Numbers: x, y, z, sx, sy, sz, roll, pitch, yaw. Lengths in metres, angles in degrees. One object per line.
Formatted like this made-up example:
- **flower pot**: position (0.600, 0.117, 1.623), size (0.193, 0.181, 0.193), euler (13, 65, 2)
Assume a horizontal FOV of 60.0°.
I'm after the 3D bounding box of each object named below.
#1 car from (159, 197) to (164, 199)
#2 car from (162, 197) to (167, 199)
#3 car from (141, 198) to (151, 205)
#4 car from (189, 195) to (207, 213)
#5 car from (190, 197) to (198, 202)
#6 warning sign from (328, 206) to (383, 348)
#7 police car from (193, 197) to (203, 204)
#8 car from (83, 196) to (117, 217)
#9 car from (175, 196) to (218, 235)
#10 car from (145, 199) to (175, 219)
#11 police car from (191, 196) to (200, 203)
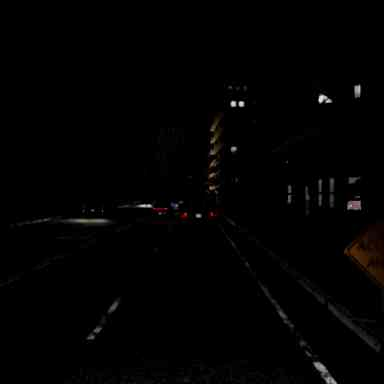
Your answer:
- **car**: position (-5.929, 1.743, 67.357), size (2.097, 1.767, 4.553), euler (0, -1, -1)
- **car**: position (-2.519, 1.804, 45.251), size (2.033, 1.411, 5.357), euler (0, 0, 1)
- **car**: position (-9.178, 1.890, 67.223), size (2.128, 1.511, 4.902), euler (0, 0, -1)
- **car**: position (0.733, 1.470, 41.867), size (2.150, 2.045, 5.566), euler (0, 0, 1)
- **car**: position (0.596, 2.061, 91.378), size (1.837, 1.490, 4.892), euler (0, 0, -3)
- **warning sign**: position (2.899, 1.154, 4.956), size (1.300, 1.860, 1.060), euler (0, 0, 1)
- **police car**: position (1.327, 1.881, 75.365), size (1.930, 1.638, 5.238), euler (0, 0, -2)
- **car**: position (-9.240, 1.383, 33.793), size (2.150, 2.045, 5.566), euler (0, 0, 1)
- **car**: position (0.393, 1.342, 20.013), size (2.150, 2.045, 5.566), euler (0, 0, 1)
- **car**: position (-2.716, 1.666, 31.262), size (2.128, 1.511, 4.902), euler (0, 0, 1)
- **police car**: position (0.911, 1.944, 85.444), size (1.930, 1.638, 5.238), euler (0, 0, -3)
